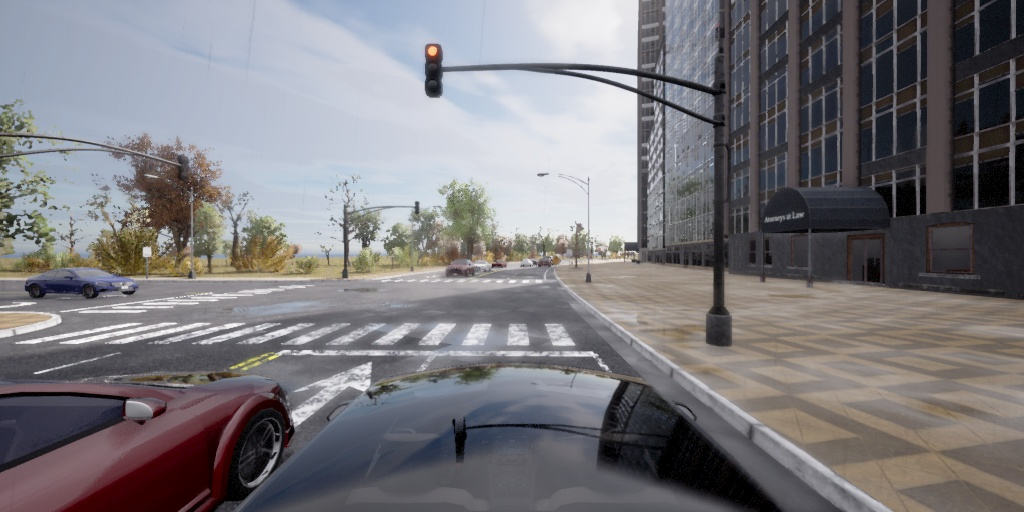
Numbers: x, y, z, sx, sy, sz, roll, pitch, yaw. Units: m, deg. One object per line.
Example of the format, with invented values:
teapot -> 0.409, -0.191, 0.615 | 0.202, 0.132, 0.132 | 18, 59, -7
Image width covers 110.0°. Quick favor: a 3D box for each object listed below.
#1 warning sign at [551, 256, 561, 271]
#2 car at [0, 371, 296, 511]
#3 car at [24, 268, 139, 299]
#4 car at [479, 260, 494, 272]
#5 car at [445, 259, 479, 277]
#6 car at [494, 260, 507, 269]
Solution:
warning sign -> 5.419, 0.869, 43.943 | 1.300, 1.860, 1.060 | 0, 0, 7
car -> -3.108, 1.314, 1.797 | 1.994, 1.385, 4.181 | 0, 0, 0
car -> -21.665, 1.323, 18.076 | 4.674, 1.442, 1.812 | 0, 0, 4
car -> -3.911, 1.275, 45.069 | 1.812, 1.442, 4.674 | 0, 0, 7
car -> -4.974, 1.100, 35.003 | 2.097, 1.767, 4.553 | 0, 0, 6
car -> -2.079, 1.354, 58.325 | 1.895, 1.301, 4.718 | 0, 0, 9
